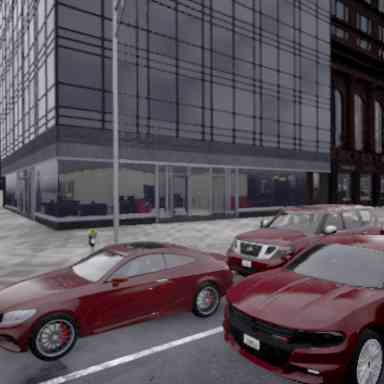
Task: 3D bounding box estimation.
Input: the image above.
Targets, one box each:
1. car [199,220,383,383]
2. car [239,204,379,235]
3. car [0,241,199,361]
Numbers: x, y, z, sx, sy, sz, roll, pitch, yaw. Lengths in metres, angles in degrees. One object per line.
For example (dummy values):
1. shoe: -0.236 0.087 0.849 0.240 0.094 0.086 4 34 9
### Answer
1. car: 2.726 1.463 5.322 5.008 1.535 1.882 0 0 -35
2. car: 3.288 1.293 8.997 5.009 1.841 2.192 0 0 -35
3. car: -1.128 1.576 5.847 4.206 1.307 1.802 0 0 -35
